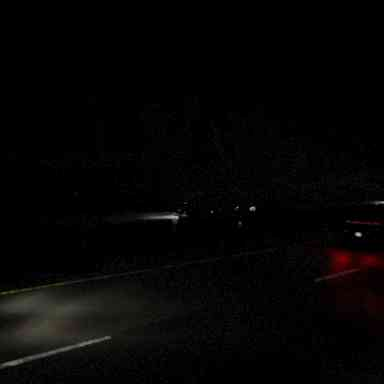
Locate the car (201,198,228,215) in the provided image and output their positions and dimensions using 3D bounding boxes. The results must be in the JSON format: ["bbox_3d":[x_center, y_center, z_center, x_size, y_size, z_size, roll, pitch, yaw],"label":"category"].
[{"bbox_3d":[3.241,1.384,27.776,4.181,1.385,1.994,-1,0,-35],"label":"car"}]

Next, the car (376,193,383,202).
[{"bbox_3d":[34.286,0.914,58.354,4.892,1.490,1.837,-1,1,-35],"label":"car"}]

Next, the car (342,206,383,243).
[{"bbox_3d":[8.219,1.355,13.892,4.902,1.511,2.128,-1,0,-35],"label":"car"}]

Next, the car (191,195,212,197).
[{"bbox_3d":[0.501,1.154,34.417,4.553,1.767,2.097,-1,0,-35],"label":"car"}]

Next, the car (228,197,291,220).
[{"bbox_3d":[5.300,1.173,24.946,4.553,1.767,2.097,-1,0,-35],"label":"car"}]

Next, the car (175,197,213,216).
[{"bbox_3d":[0.535,1.390,30.146,4.181,1.385,1.994,-1,0,-35],"label":"car"}]
